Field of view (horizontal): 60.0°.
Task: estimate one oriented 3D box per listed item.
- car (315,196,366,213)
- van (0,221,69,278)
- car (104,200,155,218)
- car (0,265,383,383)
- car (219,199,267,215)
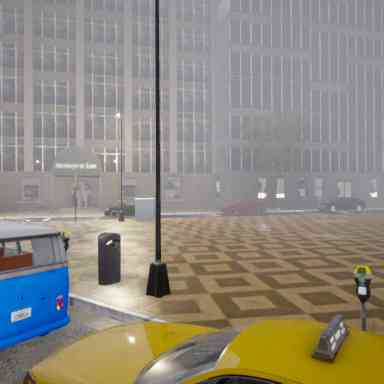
[{"bbox_3d":[14.428,1.191,32.355,4.892,1.490,1.837,0,0,-14],"label":"car"},{"bbox_3d":[-3.705,1.343,5.358,3.998,1.788,1.690,0,0,35],"label":"van"},{"bbox_3d":[-5.144,1.396,27.485,4.181,1.385,1.994,0,0,-14],"label":"car"},{"bbox_3d":[0.667,1.525,2.250,4.829,1.417,1.752,0,0,35],"label":"car"},{"bbox_3d":[4.569,1.320,29.911,4.181,1.385,1.994,0,0,-14],"label":"car"}]
